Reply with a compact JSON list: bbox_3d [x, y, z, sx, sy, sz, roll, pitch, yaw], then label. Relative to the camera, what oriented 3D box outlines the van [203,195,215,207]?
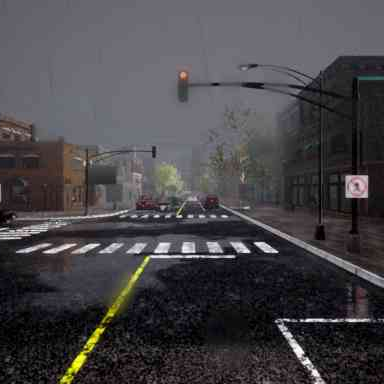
[{"bbox_3d":[2.712,1.329,52.471,1.690,1.788,3.998,-1,0,0],"label":"van"}]

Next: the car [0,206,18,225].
[{"bbox_3d":[-15.120,1.653,23.583,5.008,1.535,1.882,-1,1,-2],"label":"car"}]

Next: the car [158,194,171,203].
[{"bbox_3d":[-5.661,1.298,69.107,2.192,1.841,5.009,-1,0,0],"label":"car"}]

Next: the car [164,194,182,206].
[{"bbox_3d":[-3.067,1.465,53.476,1.882,1.535,5.008,0,0,0],"label":"car"}]

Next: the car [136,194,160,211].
[{"bbox_3d":[-5.674,1.306,41.386,2.192,1.841,5.009,-1,0,0],"label":"car"}]

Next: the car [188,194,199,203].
[{"bbox_3d":[0.131,1.509,69.111,1.812,1.442,4.674,0,0,0],"label":"car"}]

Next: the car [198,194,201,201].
[{"bbox_3d":[2.719,1.536,63.559,2.008,1.369,4.403,-1,0,0],"label":"car"}]

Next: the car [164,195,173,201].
[{"bbox_3d":[-5.654,1.525,80.195,1.887,1.381,4.507,-1,0,0],"label":"car"}]

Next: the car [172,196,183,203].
[{"bbox_3d":[-2.968,1.547,68.551,1.895,1.301,4.718,0,0,0],"label":"car"}]

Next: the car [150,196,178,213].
[{"bbox_3d":[-3.077,1.483,37.565,2.128,1.511,4.902,0,0,0],"label":"car"}]

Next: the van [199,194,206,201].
[{"bbox_3d":[2.728,1.319,85.735,1.690,1.788,3.998,-1,0,0],"label":"van"}]

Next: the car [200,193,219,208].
[{"bbox_3d":[2.709,1.304,46.927,2.192,1.841,5.009,-1,0,0],"label":"car"}]

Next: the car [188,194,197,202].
[{"bbox_3d":[0.039,1.335,79.249,2.097,1.767,4.553,0,0,0],"label":"car"}]
